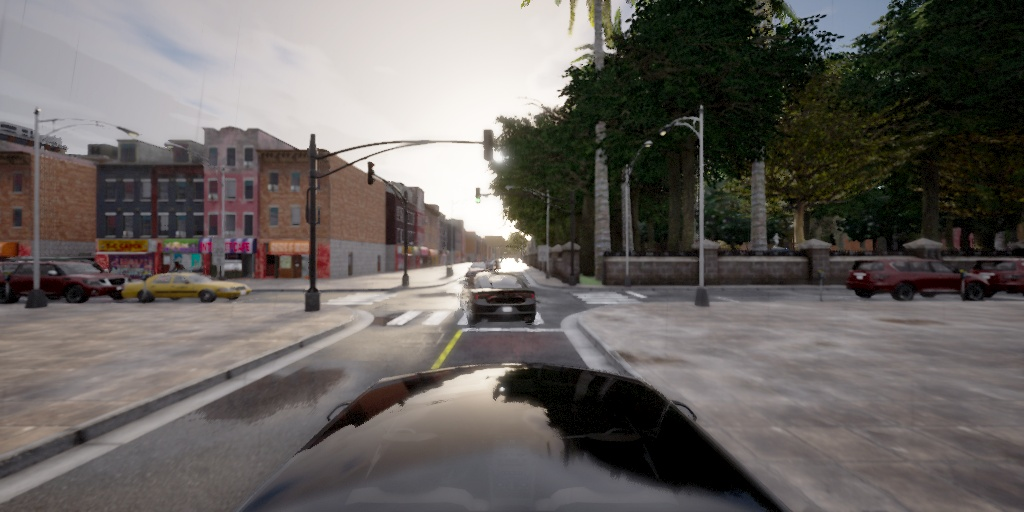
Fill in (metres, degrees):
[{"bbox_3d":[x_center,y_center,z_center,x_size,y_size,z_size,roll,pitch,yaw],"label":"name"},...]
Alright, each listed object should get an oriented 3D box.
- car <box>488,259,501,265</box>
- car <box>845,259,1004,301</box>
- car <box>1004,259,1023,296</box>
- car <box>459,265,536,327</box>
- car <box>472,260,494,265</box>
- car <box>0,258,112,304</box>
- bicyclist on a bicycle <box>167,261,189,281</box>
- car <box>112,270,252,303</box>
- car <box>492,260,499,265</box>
[{"bbox_3d":[-2.795,1.207,50.089,2.097,1.767,4.553,0,0,1],"label":"car"},{"bbox_3d":[18.000,1.043,16.102,5.009,1.841,2.192,0,0,0],"label":"car"},{"bbox_3d":[23.675,1.030,16.110,5.009,1.841,2.192,0,0,0],"label":"car"},{"bbox_3d":[-0.642,1.247,11.812,1.882,1.535,5.008,0,0,-12],"label":"car"},{"bbox_3d":[-2.859,1.338,30.929,1.812,1.442,4.674,0,0,0],"label":"car"},{"bbox_3d":[-20.061,1.134,16.053,5.009,1.841,2.192,0,0,0],"label":"car"},{"bbox_3d":[-20.144,1.137,21.700,0.582,1.620,1.656,0,0,0],"label":"bicyclist on a bicycle"},{"bbox_3d":[-14.440,1.331,16.060,4.829,1.417,1.751,0,0,0],"label":"car"},{"bbox_3d":[-2.841,1.433,40.013,1.895,1.301,4.718,0,0,0],"label":"car"}]
